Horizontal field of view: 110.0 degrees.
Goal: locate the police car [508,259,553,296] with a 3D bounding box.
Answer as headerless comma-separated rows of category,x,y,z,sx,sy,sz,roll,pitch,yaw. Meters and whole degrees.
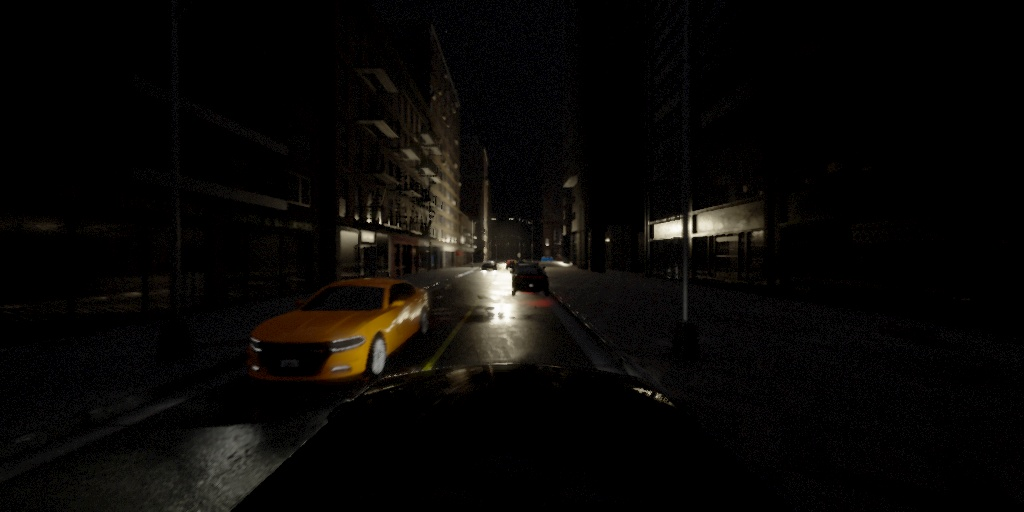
police car,0.901,1.172,19.507,1.930,1.638,5.238,0,0,0

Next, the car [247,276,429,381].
car,-3.101,1.225,7.499,1.882,1.535,5.008,0,0,0

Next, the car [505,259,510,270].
car,0.006,1.292,54.481,1.812,1.442,4.674,0,0,0

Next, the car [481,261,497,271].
car,-3.069,1.324,49.568,1.994,1.385,4.181,0,0,0
